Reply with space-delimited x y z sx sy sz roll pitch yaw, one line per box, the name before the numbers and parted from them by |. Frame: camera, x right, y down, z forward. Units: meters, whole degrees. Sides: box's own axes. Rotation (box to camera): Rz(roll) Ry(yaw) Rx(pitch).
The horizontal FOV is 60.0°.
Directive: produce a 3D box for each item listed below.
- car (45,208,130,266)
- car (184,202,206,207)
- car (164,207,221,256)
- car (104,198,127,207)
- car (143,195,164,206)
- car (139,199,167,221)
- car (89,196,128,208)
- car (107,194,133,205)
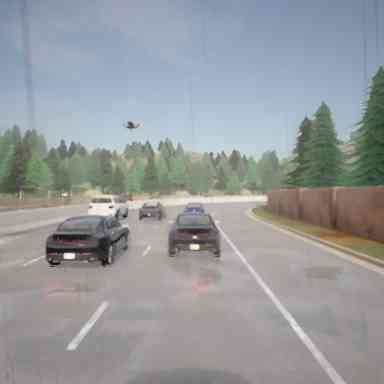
car | -3.413 1.544 11.675 1.837 1.490 4.892 0 0 0
car | 0.265 1.620 29.659 1.812 1.442 4.674 0 0 3
car | 0.087 1.547 13.230 1.837 1.490 4.892 0 0 0
car | -12.891 1.711 56.370 1.812 1.442 4.674 0 0 17
car | -7.216 1.553 62.233 2.097 1.767 4.553 0 0 21
car | -3.278 1.584 28.594 2.128 1.511 4.902 0 0 2
car | -6.827 1.313 27.703 2.150 2.045 5.566 0 0 2
car | -13.857 1.433 64.491 2.150 2.045 5.566 0 0 20
